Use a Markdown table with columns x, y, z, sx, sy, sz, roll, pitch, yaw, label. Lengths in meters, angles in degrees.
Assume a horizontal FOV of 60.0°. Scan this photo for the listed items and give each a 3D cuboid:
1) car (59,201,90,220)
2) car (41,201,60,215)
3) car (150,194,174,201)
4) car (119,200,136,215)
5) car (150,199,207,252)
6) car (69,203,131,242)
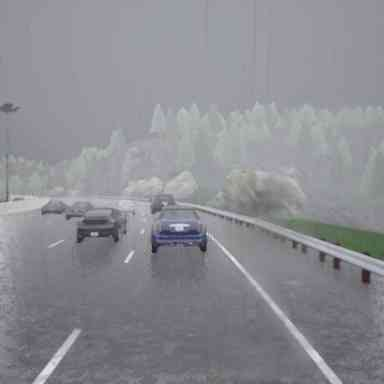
| x | y | z | sx | sy | sz | roll | pitch | yaw | label |
| --- | --- | --- | --- | --- | --- | --- | --- | --- | --- |
| -9.200 | 1.538 | 27.802 | 2.033 | 1.411 | 5.357 | 0 | 0 | -9 | car |
| -13.863 | 1.557 | 33.877 | 1.994 | 1.385 | 4.181 | 0 | 0 | -11 | car |
| -2.848 | 1.197 | 32.165 | 2.150 | 2.045 | 5.566 | 0 | 0 | -10 | car |
| -6.754 | 1.506 | 33.998 | 1.812 | 1.442 | 4.674 | 0 | 0 | -10 | car |
| -0.609 | 1.340 | 14.108 | 2.097 | 1.767 | 4.553 | 0 | 0 | -4 | car |
| -4.292 | 1.498 | 16.320 | 1.837 | 1.490 | 4.892 | 0 | 0 | -5 | car |
